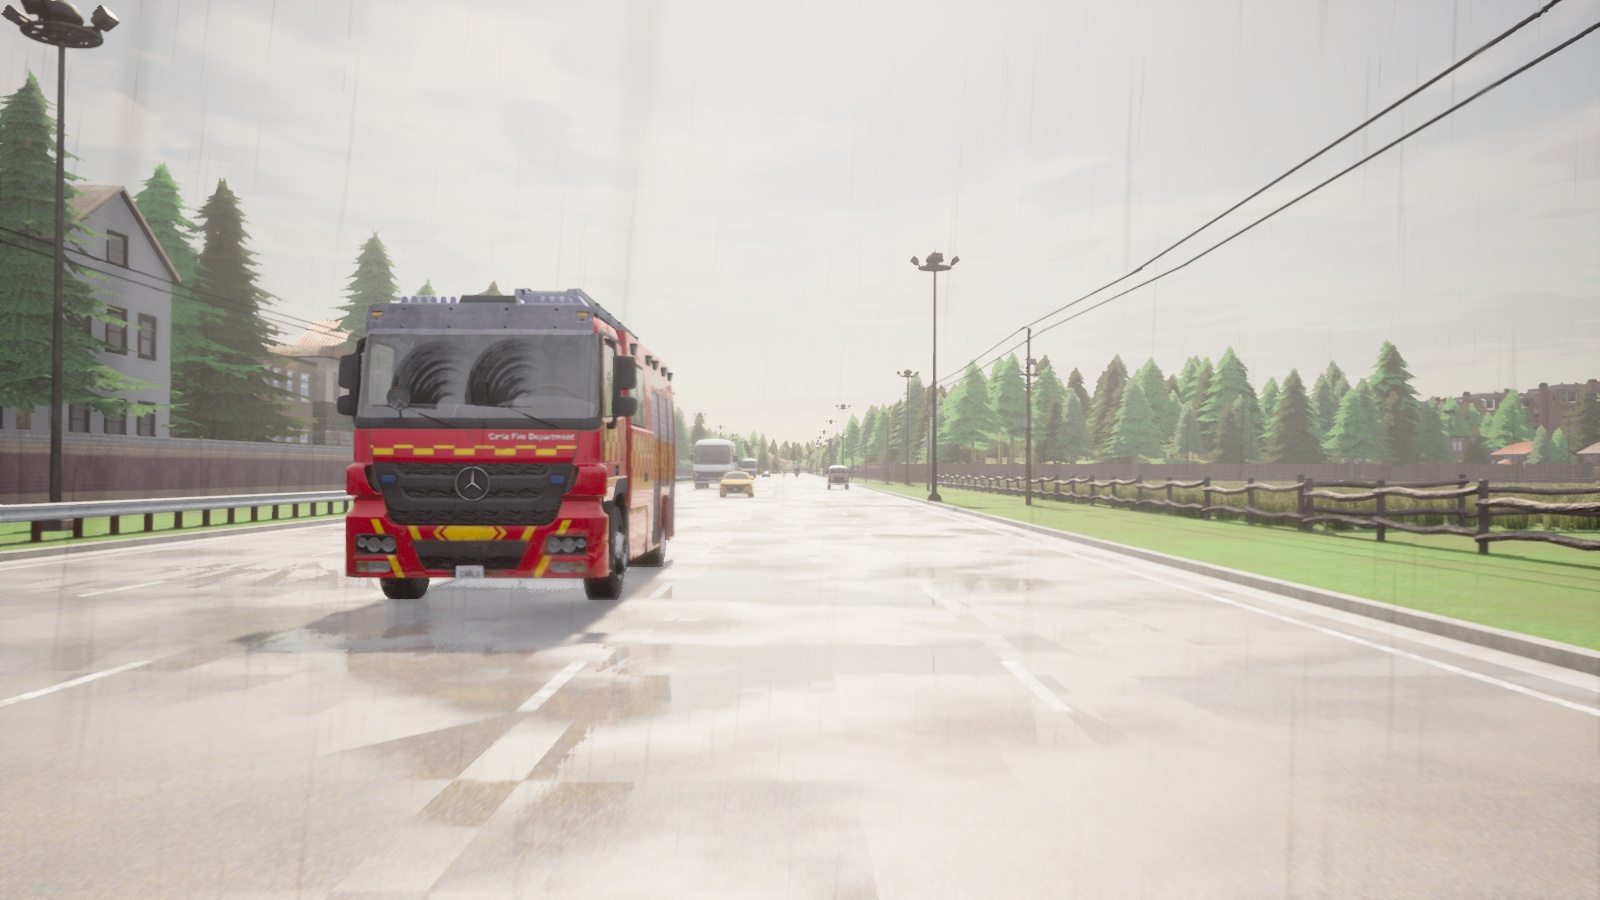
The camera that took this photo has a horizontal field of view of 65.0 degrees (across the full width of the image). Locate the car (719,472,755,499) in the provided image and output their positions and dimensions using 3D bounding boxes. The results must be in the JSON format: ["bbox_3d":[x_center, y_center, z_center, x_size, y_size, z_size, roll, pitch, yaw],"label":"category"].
[{"bbox_3d":[-3.678,2.047,74.056,1.882,1.535,5.008,0,-1,0],"label":"car"}]

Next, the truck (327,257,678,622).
[{"bbox_3d":[-3.548,-0.044,17.455,2.891,3.827,8.468,0,-1,0],"label":"truck"}]
